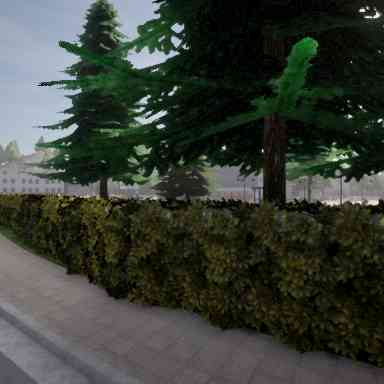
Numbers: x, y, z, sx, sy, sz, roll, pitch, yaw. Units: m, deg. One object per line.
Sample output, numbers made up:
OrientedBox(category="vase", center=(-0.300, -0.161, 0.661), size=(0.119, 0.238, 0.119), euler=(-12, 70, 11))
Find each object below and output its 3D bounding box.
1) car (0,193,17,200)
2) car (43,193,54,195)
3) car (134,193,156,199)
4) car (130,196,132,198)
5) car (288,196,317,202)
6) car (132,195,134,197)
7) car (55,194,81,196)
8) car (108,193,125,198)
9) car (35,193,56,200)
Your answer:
OrientedBox(category="car", center=(-44.668, 1.077, 80.711), size=(3.866, 1.878, 1.905), euler=(0, 0, -36))
OrientedBox(category="car", center=(-29.670, 1.298, 72.102), size=(4.514, 1.523, 2.007), euler=(0, 0, -36))
OrientedBox(category="car", center=(-7.949, 1.384, 60.636), size=(3.806, 1.475, 1.970), euler=(0, 0, -36))
OrientedBox(category="car", center=(-12.946, 1.077, 79.837), size=(3.866, 1.878, 1.905), euler=(0, 0, -36))
OrientedBox(category="car", center=(19.044, 1.502, 57.191), size=(4.892, 1.490, 1.837), euler=(0, -3, 5))
OrientedBox(category="car", center=(-10.916, 1.097, 77.718), size=(4.605, 1.855, 1.932), euler=(0, 0, -36))
OrientedBox(category="car", center=(-23.873, 1.320, 63.962), size=(3.633, 1.501, 1.845), euler=(0, 0, -36))
OrientedBox(category="car", center=(-20.412, 1.154, 90.228), size=(5.027, 1.636, 2.152), euler=(0, 0, -36))
OrientedBox(category="car", center=(-36.361, 1.097, 82.633), size=(4.605, 1.855, 1.932), euler=(0, 0, -36))
